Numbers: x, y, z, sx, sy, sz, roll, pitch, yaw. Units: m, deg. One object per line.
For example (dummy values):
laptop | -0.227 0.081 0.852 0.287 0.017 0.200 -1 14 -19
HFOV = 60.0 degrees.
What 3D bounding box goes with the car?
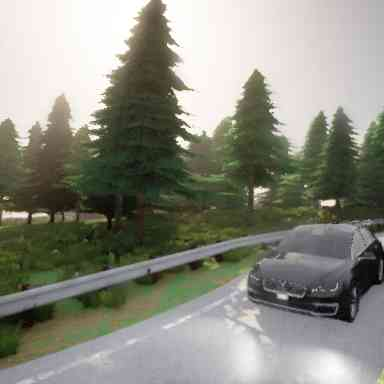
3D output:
car | 2.992 1.483 7.455 1.837 1.490 4.892 1 1 38
